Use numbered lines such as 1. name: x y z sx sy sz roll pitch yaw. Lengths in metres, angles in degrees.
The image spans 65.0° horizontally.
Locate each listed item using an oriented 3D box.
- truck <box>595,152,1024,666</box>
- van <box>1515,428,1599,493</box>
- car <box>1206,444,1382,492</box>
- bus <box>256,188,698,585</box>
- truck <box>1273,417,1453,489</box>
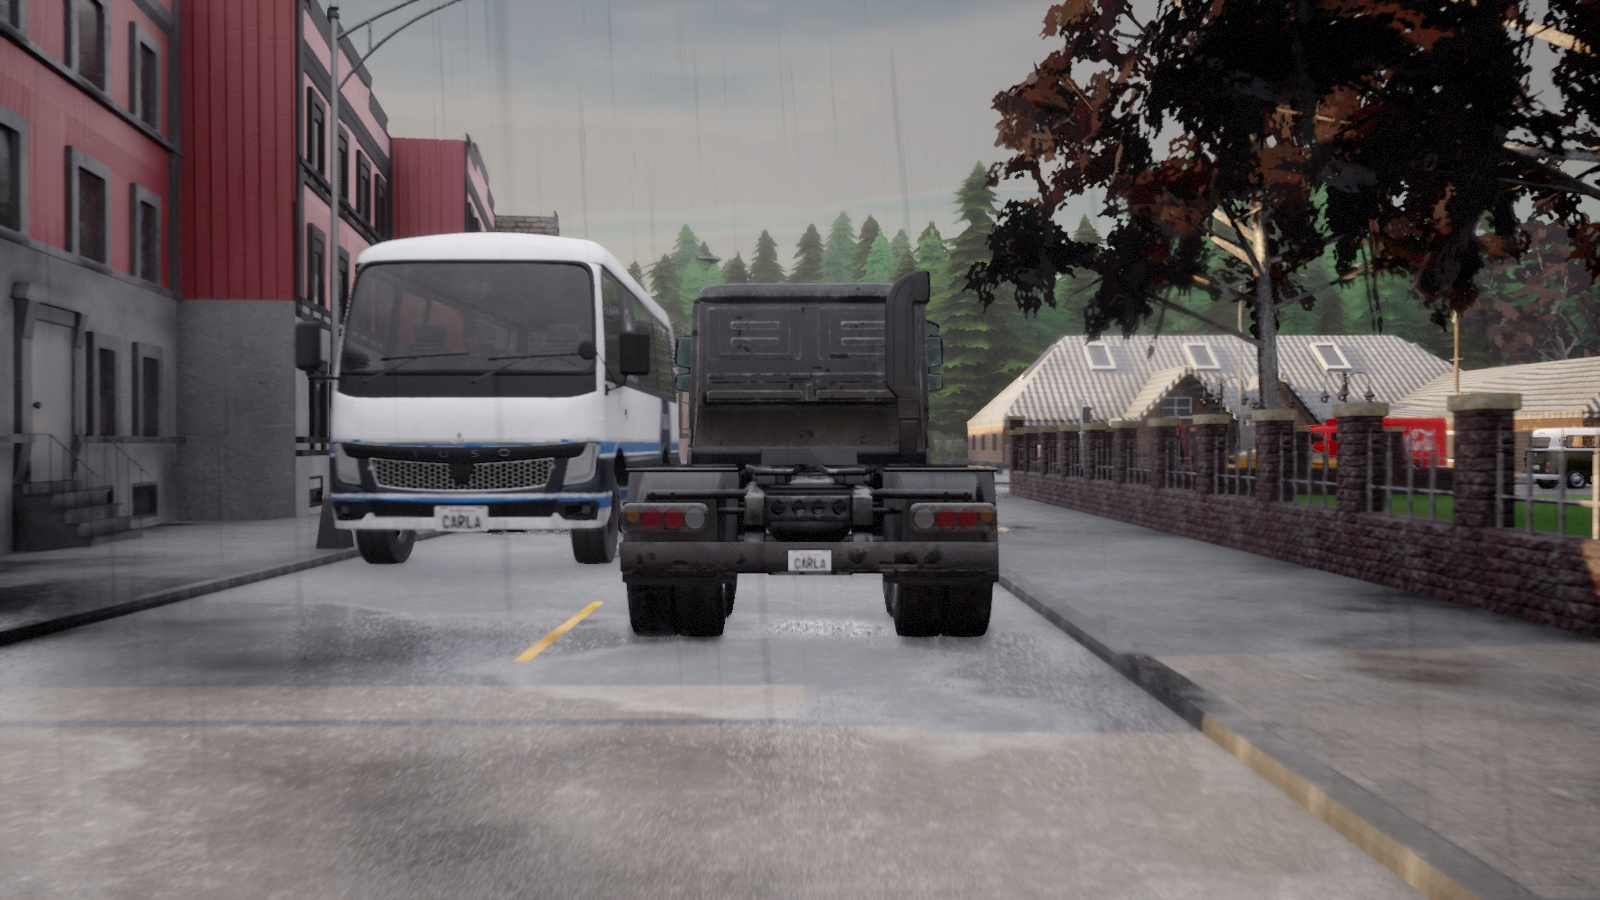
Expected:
1. truck: 0.092 -0.284 12.438 2.891 3.462 7.936 0 0 0
2. van: 26.153 0.332 40.987 4.480 2.038 2.069 0 0 -1
3. car: 16.088 0.578 41.021 5.008 1.535 1.882 0 0 -1
4. bus: -3.894 -0.705 18.637 3.944 4.253 10.273 0 0 0
5. truck: 19.961 0.103 44.727 5.204 2.467 2.627 0 0 0
